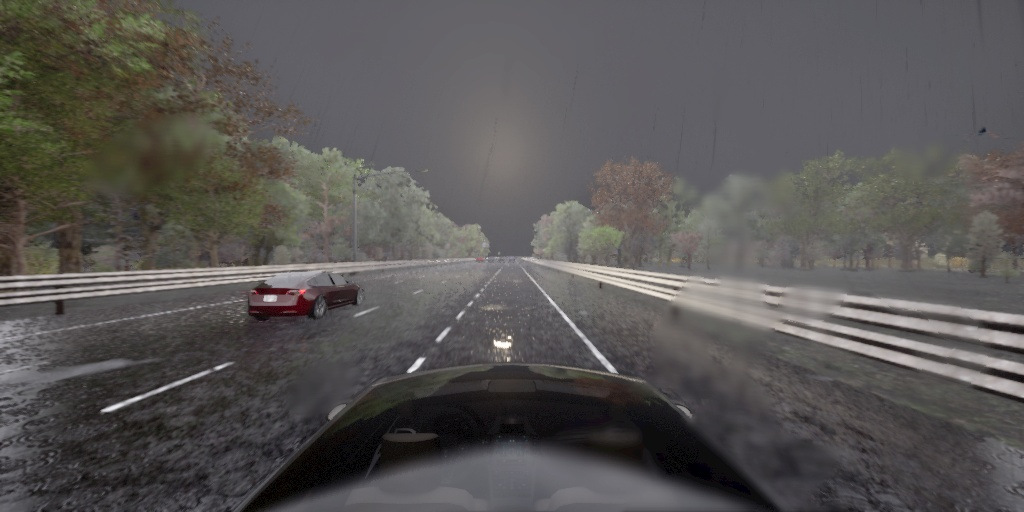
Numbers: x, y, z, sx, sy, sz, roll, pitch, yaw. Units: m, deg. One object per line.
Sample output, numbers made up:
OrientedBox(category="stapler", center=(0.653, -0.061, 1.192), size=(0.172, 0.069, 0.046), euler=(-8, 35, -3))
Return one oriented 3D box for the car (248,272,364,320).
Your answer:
OrientedBox(category="car", center=(-6.995, 1.276, 12.718), size=(2.163, 1.488, 4.792), euler=(0, 0, 0))
